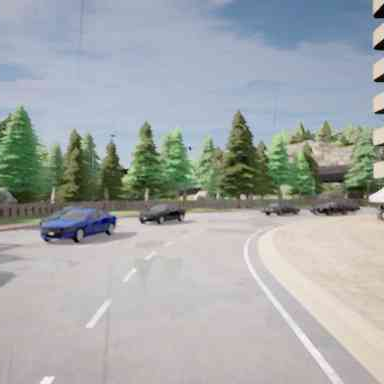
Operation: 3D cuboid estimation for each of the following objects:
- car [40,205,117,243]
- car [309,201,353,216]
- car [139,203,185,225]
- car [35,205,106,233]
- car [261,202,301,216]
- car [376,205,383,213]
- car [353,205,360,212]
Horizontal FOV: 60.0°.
[{"bbox_3d":[-5.744,1.626,17.439,1.882,1.535,5.008,0,0,14],"label":"car"},{"bbox_3d":[15.041,1.899,36.364,4.718,1.301,1.895,0,-1,-34],"label":"car"},{"bbox_3d":[-2.333,1.703,26.930,1.882,1.535,5.008,0,-1,27],"label":"car"},{"bbox_3d":[-7.946,1.694,22.334,1.837,1.490,4.892,0,0,19],"label":"car"},{"bbox_3d":[9.737,1.847,36.381,5.357,1.411,2.033,0,-1,-41],"label":"car"},{"bbox_3d":[25.245,1.934,40.806,4.718,1.301,1.895,0,0,-13],"label":"car"},{"bbox_3d":[18.800,1.894,42.310,5.357,1.411,2.033,0,-1,-22],"label":"car"}]
